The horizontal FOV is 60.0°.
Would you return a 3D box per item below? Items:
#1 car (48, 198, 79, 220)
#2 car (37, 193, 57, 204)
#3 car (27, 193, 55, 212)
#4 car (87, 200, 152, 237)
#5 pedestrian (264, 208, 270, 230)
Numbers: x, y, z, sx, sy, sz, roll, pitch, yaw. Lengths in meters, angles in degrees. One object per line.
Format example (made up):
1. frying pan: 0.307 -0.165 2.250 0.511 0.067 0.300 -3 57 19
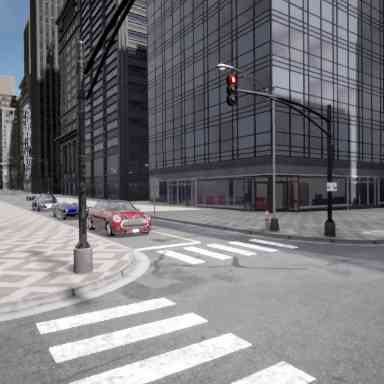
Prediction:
1. car: -9.597 1.389 26.075 1.895 1.301 4.718 -1 1 -34
2. car: -21.669 0.978 49.594 1.837 1.490 4.892 -1 1 -34
3. car: -15.410 1.178 34.672 2.128 1.511 4.902 -1 1 -34
4. car: -3.928 1.233 17.689 2.097 1.767 4.553 -1 1 -34
5. pedestrian: 3.896 1.373 17.267 0.500 1.100 0.500 0 0 -34
